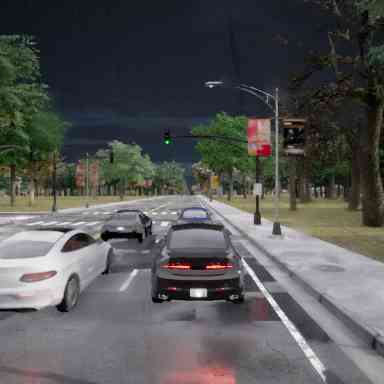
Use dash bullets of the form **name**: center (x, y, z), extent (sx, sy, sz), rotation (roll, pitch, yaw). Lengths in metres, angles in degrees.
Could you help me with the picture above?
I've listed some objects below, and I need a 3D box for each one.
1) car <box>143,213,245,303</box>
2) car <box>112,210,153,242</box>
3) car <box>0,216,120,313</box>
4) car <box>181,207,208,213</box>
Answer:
- **car**: center (0.119, 1.506, 8.200), extent (1.837, 1.490, 4.892), rotation (0, 0, 0)
- **car**: center (-3.114, 1.566, 16.525), extent (1.994, 1.385, 4.181), rotation (0, 0, 0)
- **car**: center (-3.134, 1.526, 7.541), extent (1.812, 1.442, 4.674), rotation (0, 0, 0)
- **car**: center (0.138, 1.528, 17.543), extent (1.812, 1.442, 4.674), rotation (0, 0, 0)
